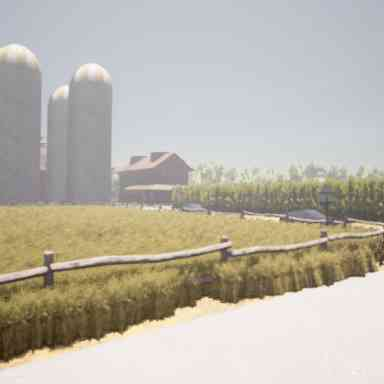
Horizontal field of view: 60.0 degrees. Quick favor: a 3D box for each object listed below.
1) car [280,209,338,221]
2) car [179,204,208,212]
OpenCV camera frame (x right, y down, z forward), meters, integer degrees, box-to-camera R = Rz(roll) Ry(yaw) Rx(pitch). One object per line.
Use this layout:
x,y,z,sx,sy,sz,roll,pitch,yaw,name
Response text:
8.445,1.972,24.156,1.994,1.385,4.181,1,-1,-36,car
0.275,1.997,35.555,1.812,1.442,4.674,1,-1,-36,car
